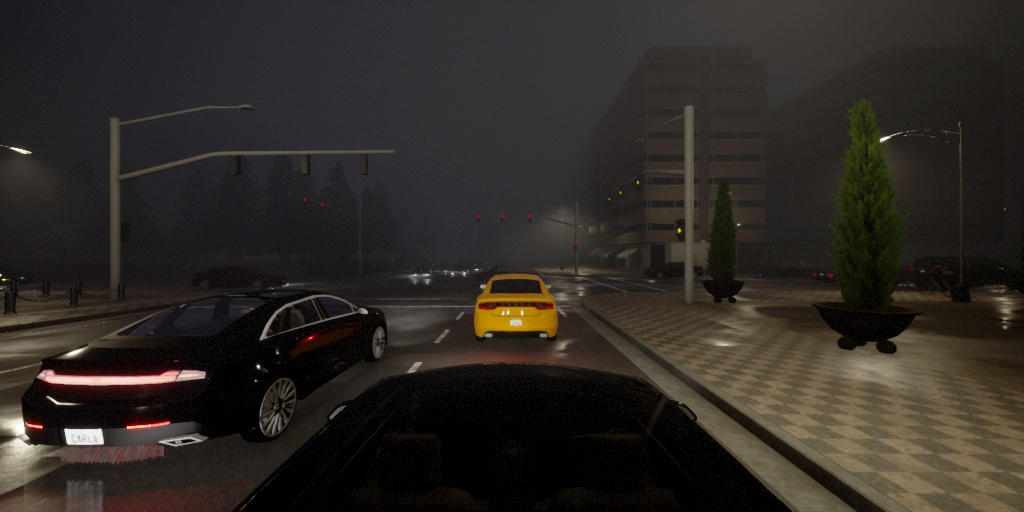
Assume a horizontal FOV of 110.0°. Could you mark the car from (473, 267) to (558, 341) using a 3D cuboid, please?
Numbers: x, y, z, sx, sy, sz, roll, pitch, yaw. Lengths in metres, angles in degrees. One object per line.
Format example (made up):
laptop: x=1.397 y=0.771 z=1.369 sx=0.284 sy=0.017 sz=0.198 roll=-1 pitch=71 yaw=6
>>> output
car: x=0.101 y=1.227 z=9.897 sx=1.882 sy=1.535 sz=5.008 roll=0 pitch=0 yaw=0

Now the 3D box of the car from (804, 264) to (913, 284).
car: x=24.336 y=1.352 z=25.327 sx=5.357 sy=1.411 sz=2.033 roll=0 pitch=0 yaw=0

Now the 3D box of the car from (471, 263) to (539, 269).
car: x=-0.267 y=1.365 z=25.245 sx=4.718 sy=1.301 sz=1.895 roll=0 pitch=0 yaw=0

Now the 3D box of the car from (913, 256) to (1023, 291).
car: x=27.673 y=1.026 z=21.832 sx=5.566 sy=2.045 sz=2.150 roll=0 pitch=0 yaw=0

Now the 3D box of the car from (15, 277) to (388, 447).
car: x=-3.425 y=1.241 z=5.313 sx=2.128 sy=1.511 sz=4.902 roll=0 pitch=0 yaw=0

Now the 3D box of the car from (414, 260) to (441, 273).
car: x=-10.394 y=1.350 z=43.599 sx=1.895 sy=1.301 sz=4.718 roll=0 pitch=0 yaw=1

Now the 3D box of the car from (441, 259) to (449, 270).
car: x=-9.804 y=1.226 z=52.985 sx=1.882 sy=1.535 sz=5.008 roll=0 pitch=0 yaw=7

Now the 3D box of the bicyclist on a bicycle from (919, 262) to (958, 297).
bicyclist on a bicycle: x=20.278 y=1.106 z=17.026 sx=0.582 sy=1.620 sz=1.656 roll=0 pitch=0 yaw=0

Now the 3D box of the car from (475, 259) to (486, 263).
car: x=-5.524 y=1.254 z=57.718 sx=1.837 sy=1.490 sz=4.892 roll=0 pitch=0 yaw=15

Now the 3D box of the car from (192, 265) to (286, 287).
car: x=-16.359 y=1.272 z=21.689 sx=5.008 sy=1.535 sz=1.882 roll=-1 pitch=0 yaw=0

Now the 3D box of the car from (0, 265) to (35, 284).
car: x=-36.695 y=1.309 z=25.124 sx=4.892 sy=1.490 sz=1.837 roll=0 pitch=0 yaw=0

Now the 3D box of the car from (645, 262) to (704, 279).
car: x=14.628 y=1.282 z=32.491 sx=5.008 sy=1.535 sz=1.882 roll=0 pitch=0 yaw=0

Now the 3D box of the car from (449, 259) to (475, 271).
car: x=-6.685 y=1.227 z=48.383 sx=1.882 sy=1.535 sz=5.008 roll=0 pitch=0 yaw=3

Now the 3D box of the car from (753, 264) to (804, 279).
car: x=24.704 y=1.406 z=32.522 sx=4.718 sy=1.301 sz=1.895 roll=0 pitch=0 yaw=0
